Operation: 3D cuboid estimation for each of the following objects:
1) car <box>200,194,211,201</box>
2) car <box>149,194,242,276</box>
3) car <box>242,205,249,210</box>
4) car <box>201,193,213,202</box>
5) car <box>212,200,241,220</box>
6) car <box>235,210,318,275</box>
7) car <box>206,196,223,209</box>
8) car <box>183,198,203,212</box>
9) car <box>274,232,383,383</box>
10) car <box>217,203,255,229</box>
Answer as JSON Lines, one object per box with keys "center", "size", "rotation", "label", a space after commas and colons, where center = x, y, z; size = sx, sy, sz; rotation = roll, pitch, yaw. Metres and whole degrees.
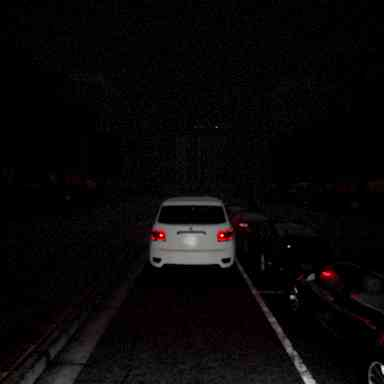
{"center": [2.635, 1.060, 64.892], "size": [2.008, 1.369, 4.403], "rotation": [0, 0, 0], "label": "car"}
{"center": [0.061, 1.137, 10.250], "size": [2.150, 2.045, 5.566], "rotation": [0, 1, 2], "label": "car"}
{"center": [2.643, 1.453, 15.361], "size": [1.802, 1.307, 4.206], "rotation": [1, 0, 0], "label": "car"}
{"center": [2.637, 0.986, 59.388], "size": [1.967, 1.590, 4.097], "rotation": [0, 0, 0], "label": "car"}
{"center": [2.641, 1.366, 26.368], "size": [1.802, 1.307, 4.206], "rotation": [0, 0, 0], "label": "car"}
{"center": [2.644, 1.466, 9.858], "size": [2.008, 1.369, 4.403], "rotation": [1, 0, 0], "label": "car"}
{"center": [2.745, 1.199, 41.305], "size": [1.812, 1.442, 4.674], "rotation": [0, 0, 0], "label": "car"}
{"center": [0.093, 1.320, 34.884], "size": [1.895, 1.301, 4.718], "rotation": [0, 0, 0], "label": "car"}
{"center": [2.645, 1.527, 4.355], "size": [1.947, 1.339, 4.313], "rotation": [1, 0, 0], "label": "car"}
{"center": [2.643, 1.409, 20.865], "size": [1.802, 1.307, 4.206], "rotation": [1, 0, 0], "label": "car"}
